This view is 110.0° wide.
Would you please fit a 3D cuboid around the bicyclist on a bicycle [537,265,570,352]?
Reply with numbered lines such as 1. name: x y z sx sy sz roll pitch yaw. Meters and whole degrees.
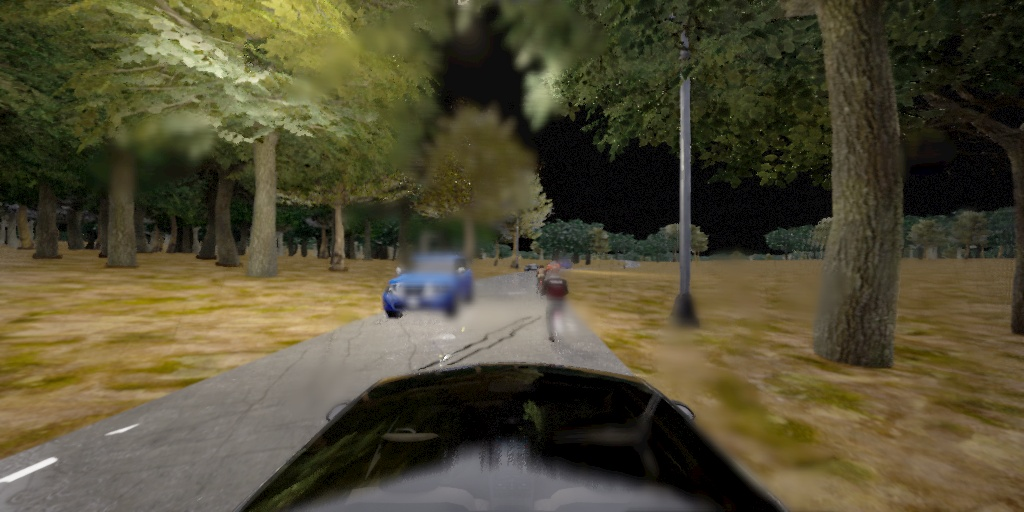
1. bicyclist on a bicycle: 0.990 1.130 8.093 0.659 1.776 1.843 0 0 2

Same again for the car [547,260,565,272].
1. car: 6.947 1.686 58.183 2.097 1.767 4.553 0 -1 13

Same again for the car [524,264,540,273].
1. car: 3.100 1.855 55.770 1.994 1.385 4.181 0 -1 13

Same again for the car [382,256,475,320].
1. car: -2.735 0.999 13.164 2.150 2.045 5.566 0 0 3
